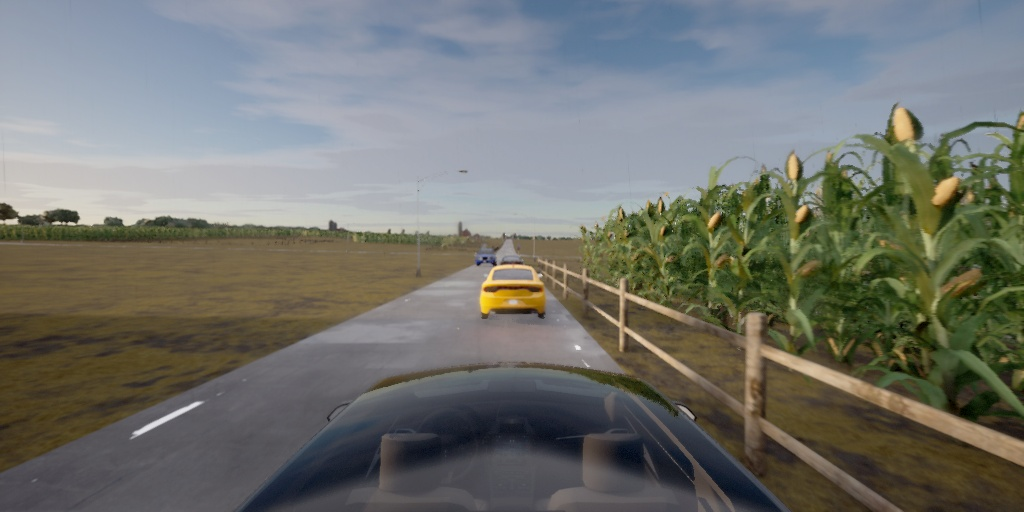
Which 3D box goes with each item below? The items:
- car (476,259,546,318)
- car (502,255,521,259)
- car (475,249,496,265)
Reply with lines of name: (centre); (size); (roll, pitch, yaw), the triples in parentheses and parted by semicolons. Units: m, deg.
car: (0.033, 1.027, 12.053); (1.882, 1.535, 5.008); (0, 1, 0)
car: (-0.045, 0.685, 29.652); (1.882, 1.535, 5.008); (0, 1, 0)
car: (-3.039, 0.170, 42.506); (2.150, 2.045, 5.566); (0, 1, 0)
